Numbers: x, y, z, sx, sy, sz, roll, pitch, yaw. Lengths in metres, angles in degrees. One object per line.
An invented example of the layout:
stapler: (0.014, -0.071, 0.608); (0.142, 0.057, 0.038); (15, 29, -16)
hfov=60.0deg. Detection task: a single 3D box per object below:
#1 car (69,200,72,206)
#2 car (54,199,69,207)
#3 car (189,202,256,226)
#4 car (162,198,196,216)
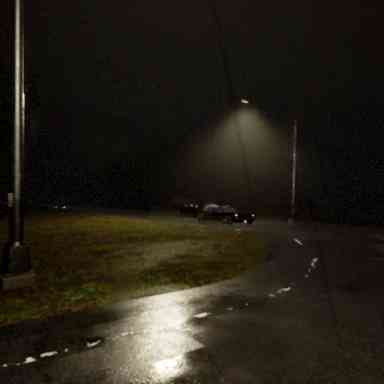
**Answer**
car: (-31.672, 2.659, 83.862); (1.837, 1.490, 4.892); (4, -3, -35)
car: (-25.907, 2.055, 65.206); (1.837, 1.490, 4.892); (4, -3, -28)
car: (2.109, 1.572, 22.711); (1.895, 1.301, 4.718); (4, -3, -35)
car: (-1.509, 1.771, 40.269); (2.150, 2.045, 5.566); (4, -3, -35)
